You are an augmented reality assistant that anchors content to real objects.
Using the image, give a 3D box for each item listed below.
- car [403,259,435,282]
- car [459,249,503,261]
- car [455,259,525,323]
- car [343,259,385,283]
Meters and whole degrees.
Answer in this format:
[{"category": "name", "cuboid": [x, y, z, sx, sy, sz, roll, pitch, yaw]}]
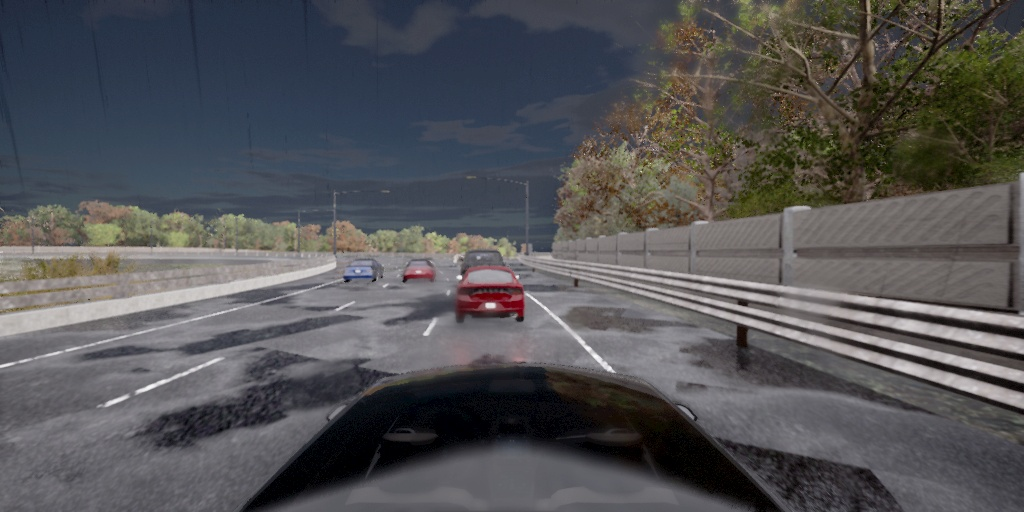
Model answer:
[{"category": "car", "cuboid": [-6.120, 0.897, 23.792, 1.994, 1.385, 4.181, 0, 1, -12]}, {"category": "car", "cuboid": [-1.584, 0.644, 18.877, 2.150, 2.045, 5.566, 0, 1, -8]}, {"category": "car", "cuboid": [-0.736, 1.041, 11.415, 1.882, 1.535, 5.008, 0, 1, -5]}, {"category": "car", "cuboid": [-9.526, 0.896, 23.327, 2.033, 1.411, 5.357, 0, 1, -13]}]
